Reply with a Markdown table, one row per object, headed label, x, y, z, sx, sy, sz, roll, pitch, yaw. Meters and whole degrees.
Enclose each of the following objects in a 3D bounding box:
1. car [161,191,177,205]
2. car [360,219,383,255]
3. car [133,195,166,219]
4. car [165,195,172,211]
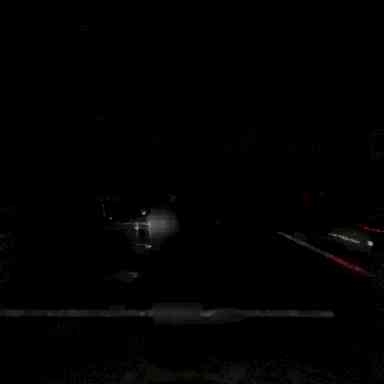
| label | x | y | z | sx | sy | sz | roll | pitch | yaw |
| --- | --- | --- | --- | --- | --- | --- | --- | --- | --- |
| car | -3.571 | 0.864 | 51.425 | 2.150 | 2.045 | 5.566 | 0 | 1 | 0 |
| car | 8.117 | 1.430 | 10.947 | 4.902 | 1.511 | 2.128 | 0 | 0 | -7 |
| car | -3.594 | 1.304 | 27.242 | 2.128 | 1.511 | 4.902 | 0 | 0 | 0 |
| car | -3.595 | 1.344 | 37.243 | 1.895 | 1.301 | 4.718 | 0 | 0 | 0 |
